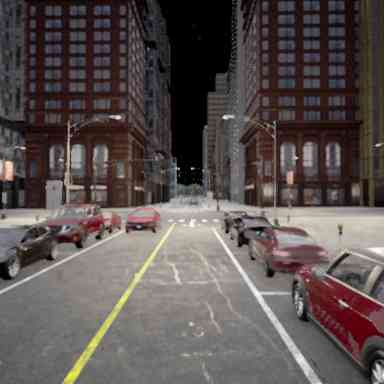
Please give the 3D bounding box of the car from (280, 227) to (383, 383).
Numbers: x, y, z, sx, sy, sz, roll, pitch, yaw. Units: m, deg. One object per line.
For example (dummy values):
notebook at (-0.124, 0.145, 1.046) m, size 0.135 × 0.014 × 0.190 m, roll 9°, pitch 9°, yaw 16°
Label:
car at (2.855, 1.511, 4.827) m, size 1.967 × 1.590 × 4.097 m, roll 0°, pitch -1°, yaw 0°

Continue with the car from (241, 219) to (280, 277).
car at (2.856, 1.737, 10.463) m, size 1.802 × 1.307 × 4.206 m, roll 0°, pitch -1°, yaw 0°

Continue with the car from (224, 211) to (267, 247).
car at (2.855, 1.804, 16.101) m, size 1.947 × 1.339 × 4.313 m, roll 0°, pitch -1°, yaw 0°

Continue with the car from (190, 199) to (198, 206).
car at (0.533, 2.775, 89.846) m, size 2.097 × 1.767 × 4.553 m, roll 0°, pitch -1°, yaw 1°

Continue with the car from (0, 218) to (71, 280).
car at (-5.670, 1.720, 10.467) m, size 1.947 × 1.339 × 4.313 m, roll 0°, pitch -1°, yaw 0°

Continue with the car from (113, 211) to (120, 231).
car at (-5.670, 1.907, 21.743) m, size 1.802 × 1.307 × 4.206 m, roll 0°, pitch -1°, yaw 0°

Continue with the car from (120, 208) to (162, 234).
car at (-3.059, 1.803, 21.794) m, size 1.882 × 1.535 × 5.008 m, roll 0°, pitch -1°, yaw 0°

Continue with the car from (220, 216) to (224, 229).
car at (2.855, 1.891, 21.741) m, size 1.947 × 1.339 × 4.313 m, roll 0°, pitch -1°, yaw 0°

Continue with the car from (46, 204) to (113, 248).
car at (-5.670, 1.553, 16.108) m, size 2.192 × 1.841 × 5.009 m, roll 0°, pitch -1°, yaw 0°
